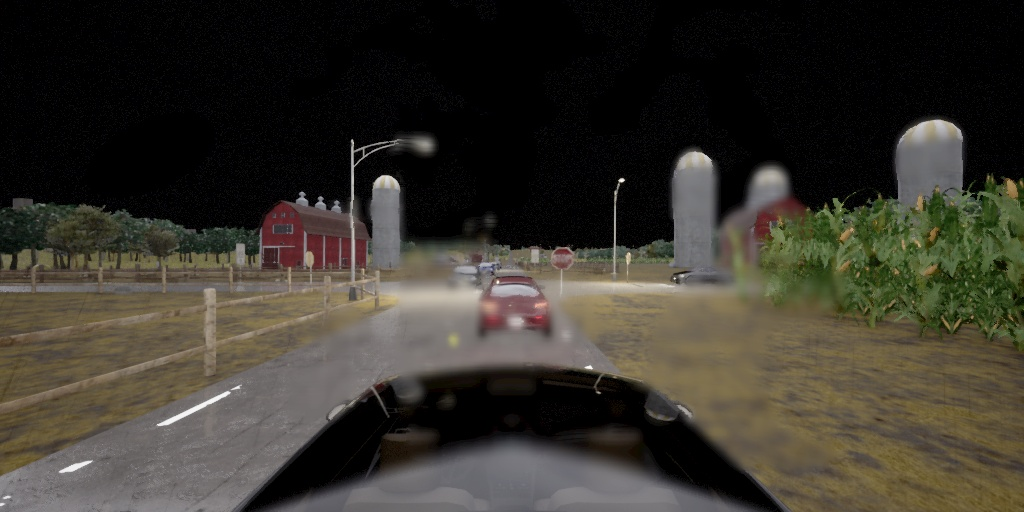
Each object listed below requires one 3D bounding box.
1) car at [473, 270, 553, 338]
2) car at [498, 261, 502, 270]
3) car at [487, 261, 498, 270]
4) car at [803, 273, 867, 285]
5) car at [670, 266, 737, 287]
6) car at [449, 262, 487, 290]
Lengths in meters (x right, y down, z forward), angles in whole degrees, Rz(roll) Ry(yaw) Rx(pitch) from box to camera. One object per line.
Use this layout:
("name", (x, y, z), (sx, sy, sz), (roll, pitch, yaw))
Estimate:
("car", (0.037, 1.283, 10.146), (1.812, 1.442, 4.674), (0, 0, -2))
("car", (-2.920, 1.581, 54.889), (1.994, 1.385, 4.181), (0, -1, 0))
("car", (-2.913, 1.436, 40.276), (1.812, 1.442, 4.674), (0, 0, 0))
("car", (23.999, 1.530, 25.660), (5.357, 1.411, 2.033), (1, 1, 0))
("car", (13.655, 1.444, 25.677), (4.181, 1.385, 1.994), (0, 1, 0))
("car", (-2.883, 1.349, 23.474), (1.812, 1.442, 4.674), (0, 1, 0))
